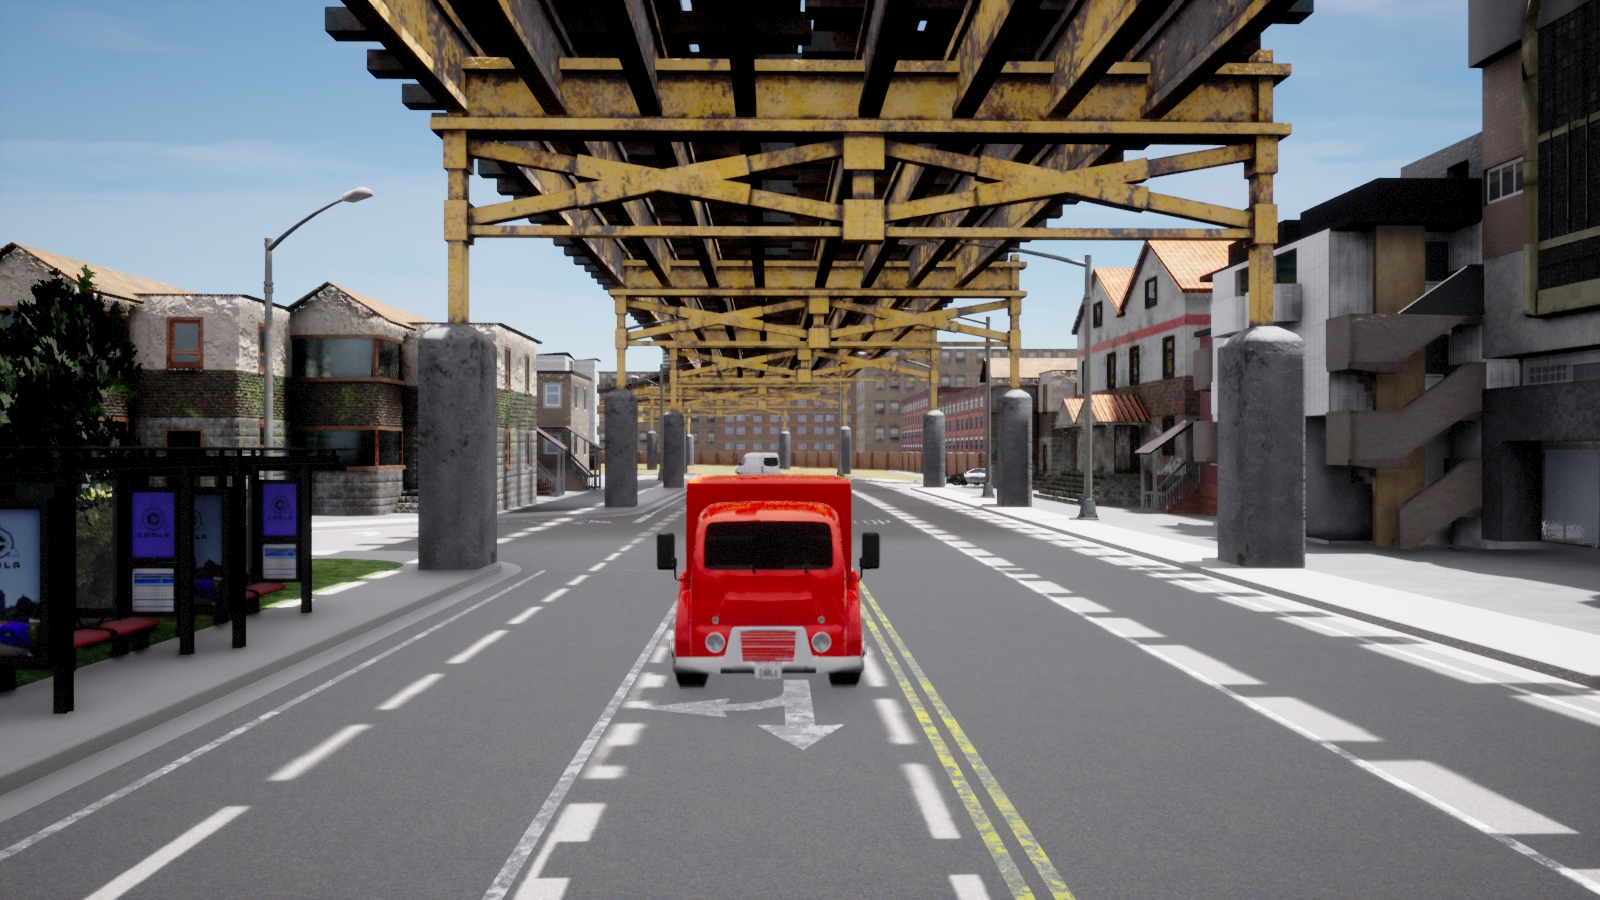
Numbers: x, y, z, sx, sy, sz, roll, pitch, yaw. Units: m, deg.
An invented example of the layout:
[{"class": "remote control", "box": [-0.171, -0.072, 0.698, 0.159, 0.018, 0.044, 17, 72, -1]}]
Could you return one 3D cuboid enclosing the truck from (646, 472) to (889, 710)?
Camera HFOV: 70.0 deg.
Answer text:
[{"class": "truck", "box": [-0.406, 1.568, 14.963, 2.627, 2.467, 5.204, 0, 0, -1]}]
